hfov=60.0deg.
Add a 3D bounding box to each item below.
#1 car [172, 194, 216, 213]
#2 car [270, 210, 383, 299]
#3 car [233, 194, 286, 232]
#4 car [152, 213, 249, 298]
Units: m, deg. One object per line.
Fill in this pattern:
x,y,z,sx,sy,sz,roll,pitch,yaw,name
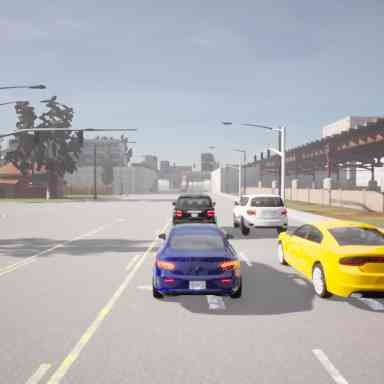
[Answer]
0.113,1.130,17.821,2.150,2.045,5.566,0,0,0,car
3.606,1.452,8.482,1.882,1.535,5.008,0,0,0,car
3.611,1.130,18.316,2.150,2.045,5.566,0,0,0,car
0.106,1.501,8.306,1.812,1.442,4.674,0,0,0,car
